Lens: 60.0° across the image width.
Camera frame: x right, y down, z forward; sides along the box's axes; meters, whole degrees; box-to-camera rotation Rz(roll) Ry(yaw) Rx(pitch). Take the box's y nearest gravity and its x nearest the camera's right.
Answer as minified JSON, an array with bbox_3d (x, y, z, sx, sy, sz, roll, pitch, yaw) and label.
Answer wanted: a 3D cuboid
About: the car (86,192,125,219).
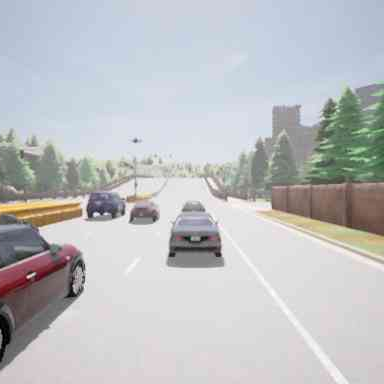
[{"bbox_3d":[-6.888,1.003,27.170,2.150,2.045,5.566,0,0,0],"label":"car"}]

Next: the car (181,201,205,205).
[{"bbox_3d":[0.112,1.358,26.324,1.994,1.385,4.181,0,0,0],"label":"car"}]

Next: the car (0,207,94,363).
[{"bbox_3d":[-3.398,1.307,5.519,2.097,1.767,4.553,0,0,0],"label":"car"}]

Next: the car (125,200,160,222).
[{"bbox_3d":[-3.393,1.336,24.379,1.812,1.442,4.674,0,0,-1],"label":"car"}]

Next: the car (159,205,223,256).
[{"bbox_3d":[0.105,1.448,12.655,2.033,1.411,5.357,0,0,0],"label":"car"}]

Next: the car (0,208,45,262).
[{"bbox_3d":[-6.895,1.416,11.110,1.837,1.490,4.892,0,0,0],"label":"car"}]
